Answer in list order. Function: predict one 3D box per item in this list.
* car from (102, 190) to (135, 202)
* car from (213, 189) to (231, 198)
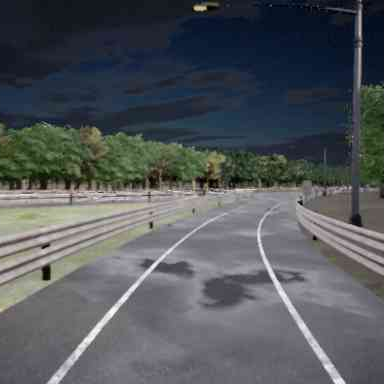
[{"bbox_3d":[-10.253,0.507,46.792,2.128,1.511,4.902,2,2,45],"label":"car"},{"bbox_3d":[5.567,0.193,63.070,1.882,1.535,5.008,2,2,43],"label":"car"}]
